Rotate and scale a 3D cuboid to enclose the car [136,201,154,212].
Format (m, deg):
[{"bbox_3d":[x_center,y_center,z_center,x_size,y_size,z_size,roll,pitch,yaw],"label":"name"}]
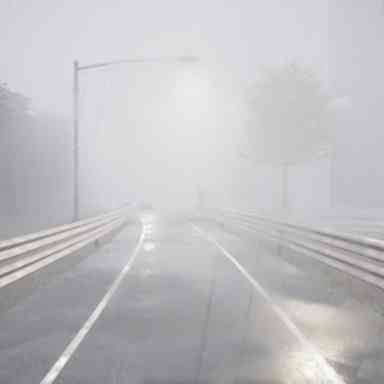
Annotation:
[{"bbox_3d":[-6.653,1.995,47.258,2.033,1.411,5.357,0,-1,-18],"label":"car"}]
